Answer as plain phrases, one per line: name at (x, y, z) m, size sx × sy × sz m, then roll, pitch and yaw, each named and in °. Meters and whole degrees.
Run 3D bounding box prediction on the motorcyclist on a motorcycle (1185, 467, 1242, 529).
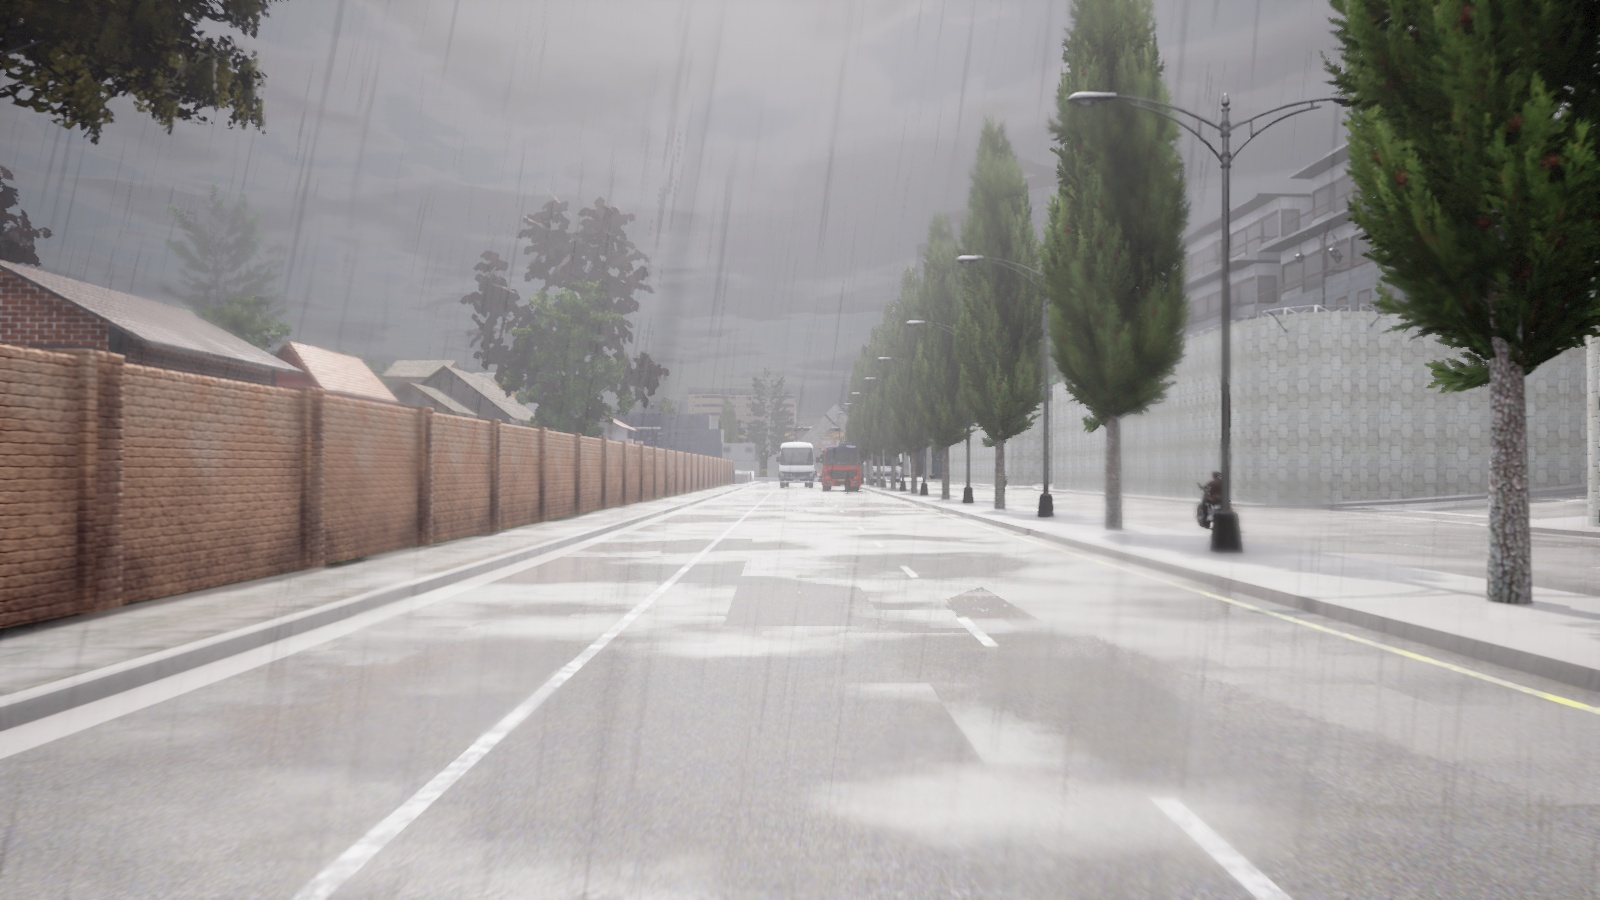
motorcyclist on a motorcycle at (11.415, 1.301, 34.765) m, size 0.766 × 1.649 × 2.350 m, roll 0°, pitch -1°, yaw 0°
